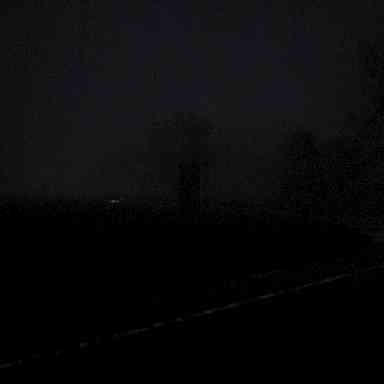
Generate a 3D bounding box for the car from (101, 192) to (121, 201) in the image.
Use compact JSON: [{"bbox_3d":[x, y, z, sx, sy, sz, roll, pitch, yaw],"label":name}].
[{"bbox_3d":[-14.462,0.736,59.239,2.033,1.411,5.357,-1,1,-36],"label":"car"}]
